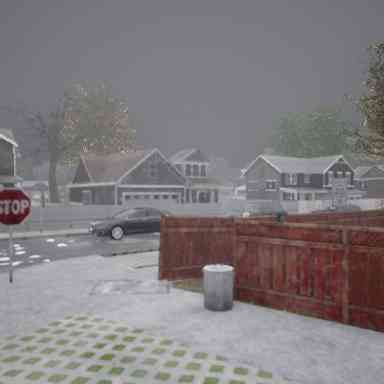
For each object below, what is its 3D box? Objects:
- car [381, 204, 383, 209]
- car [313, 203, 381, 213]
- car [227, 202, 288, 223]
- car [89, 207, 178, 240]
[{"bbox_3d":[20.620,1.572,33.465,4.553,1.767,2.097,0,0,-32],"label":"car"},{"bbox_3d":[11.204,1.649,23.901,4.892,1.490,1.837,0,0,-34],"label":"car"},{"bbox_3d":[4.504,1.476,22.812,4.553,1.767,2.097,0,0,-35],"label":"car"},{"bbox_3d":[-2.902,1.582,17.443,4.892,1.490,1.837,0,0,-37],"label":"car"}]
